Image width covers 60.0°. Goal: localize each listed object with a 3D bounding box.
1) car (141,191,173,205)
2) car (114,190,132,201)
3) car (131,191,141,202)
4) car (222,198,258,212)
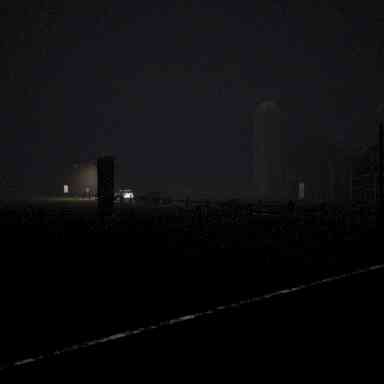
[{"bbox_3d":[-4.964,0.827,49.183,2.150,2.045,5.566,-1,1,-36],"label":"car"},{"bbox_3d":[-13.615,0.621,66.055,2.150,2.045,5.566,-1,1,-36],"label":"car"},{"bbox_3d":[-8.284,0.981,58.698,2.128,1.511,4.902,-1,1,-36],"label":"car"},{"bbox_3d":[5.097,1.333,35.213,1.994,1.385,4.181,-1,1,-36],"label":"car"}]
